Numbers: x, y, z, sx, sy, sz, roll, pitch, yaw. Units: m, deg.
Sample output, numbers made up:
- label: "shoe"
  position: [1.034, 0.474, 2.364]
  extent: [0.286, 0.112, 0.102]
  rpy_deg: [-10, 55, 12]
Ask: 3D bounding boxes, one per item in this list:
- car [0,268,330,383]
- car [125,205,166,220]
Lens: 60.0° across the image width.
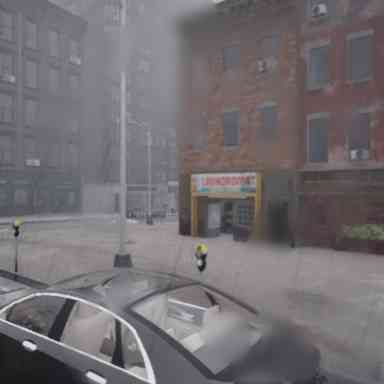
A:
- label: "car"
  position: [-0.914, 1.516, 3.496]
  extent: [4.403, 1.369, 2.008]
  rpy_deg: [1, 0, 36]
- label: "car"
  position: [-4.335, 1.869, 31.158]
  extent: [1.994, 1.385, 4.181]
  rpy_deg: [0, -1, 36]
